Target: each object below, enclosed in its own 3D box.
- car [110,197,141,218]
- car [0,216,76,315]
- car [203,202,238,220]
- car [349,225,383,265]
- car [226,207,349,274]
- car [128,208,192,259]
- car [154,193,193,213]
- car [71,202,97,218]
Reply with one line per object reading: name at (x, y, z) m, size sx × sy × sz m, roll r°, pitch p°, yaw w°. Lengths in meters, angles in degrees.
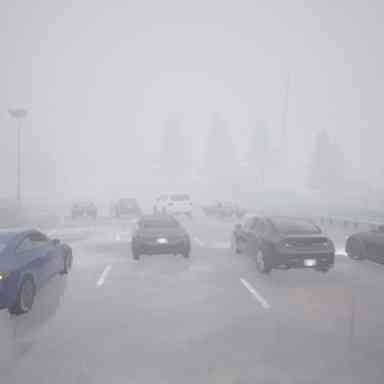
car at (-5.900, 1.228, 29.169) m, size 2.097 × 1.767 × 4.553 m, roll 0°, pitch 0°, yaw -21°
car at (-4.046, 1.507, 7.271) m, size 1.812 × 1.442 × 4.674 m, roll 0°, pitch 0°, yaw -6°
car at (2.440, 1.449, 26.741) m, size 1.895 × 1.301 × 4.718 m, roll 0°, pitch 0°, yaw -18°
car at (6.203, 1.485, 9.338) m, size 1.994 × 1.385 × 4.181 m, roll 0°, pitch 0°, yaw -6°
car at (2.580, 1.438, 10.429) m, size 1.837 × 1.490 × 4.892 m, roll 0°, pitch 0°, yaw -6°
car at (-1.271, 1.504, 12.509) m, size 1.994 × 1.385 × 4.181 m, roll 0°, pitch 0°, yaw -9°
car at (-1.678, 1.083, 28.060) m, size 2.150 × 2.045 × 5.566 m, roll 0°, pitch 0°, yaw -19°
car at (-9.362, 1.497, 28.621) m, size 1.895 × 1.301 × 4.718 m, roll 0°, pitch 0°, yaw -22°
